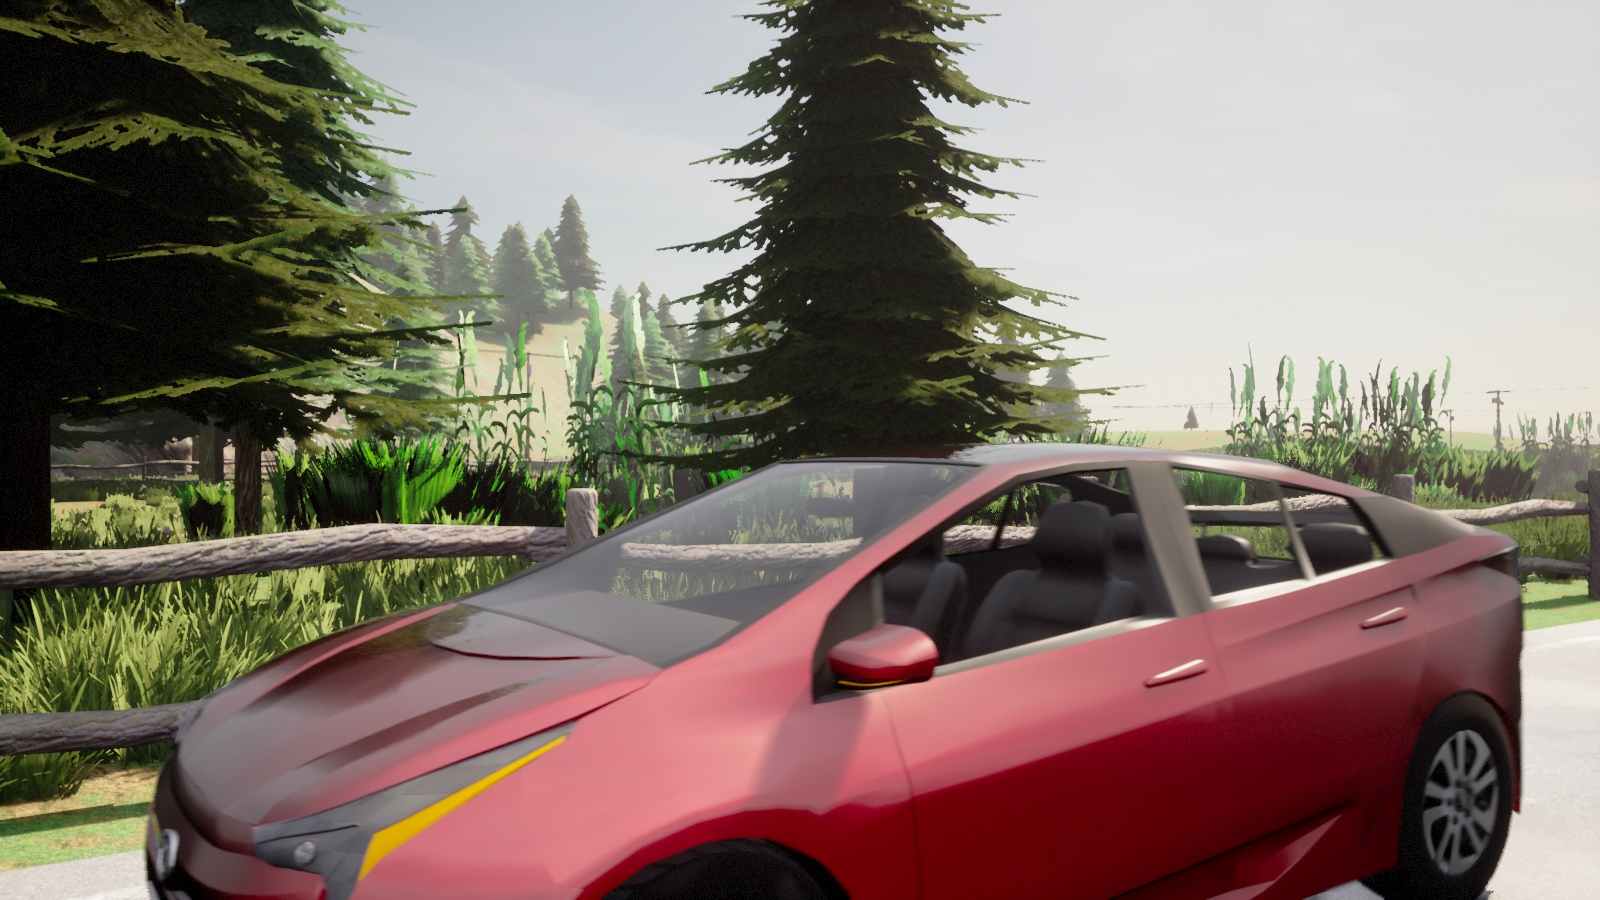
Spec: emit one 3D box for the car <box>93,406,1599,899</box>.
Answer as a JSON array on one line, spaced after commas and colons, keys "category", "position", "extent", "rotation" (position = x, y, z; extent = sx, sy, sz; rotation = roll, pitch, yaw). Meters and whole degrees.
[{"category": "car", "position": [0.451, 0.698, 3.958], "extent": [4.514, 1.525, 2.007], "rotation": [0, 0, -34]}]
